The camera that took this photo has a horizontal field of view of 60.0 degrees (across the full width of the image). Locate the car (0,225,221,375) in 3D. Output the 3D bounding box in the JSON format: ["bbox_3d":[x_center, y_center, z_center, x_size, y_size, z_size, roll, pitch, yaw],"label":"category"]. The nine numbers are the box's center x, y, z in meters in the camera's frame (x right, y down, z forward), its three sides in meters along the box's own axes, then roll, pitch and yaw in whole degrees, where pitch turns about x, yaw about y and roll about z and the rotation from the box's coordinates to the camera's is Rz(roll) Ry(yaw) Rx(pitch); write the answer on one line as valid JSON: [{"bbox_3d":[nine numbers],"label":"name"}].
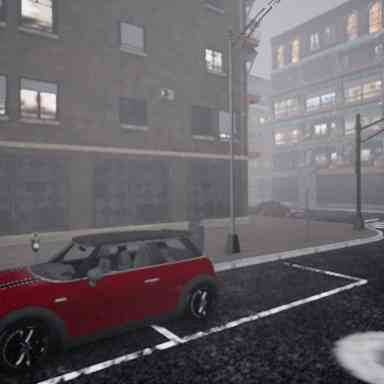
[{"bbox_3d":[-1.551,1.426,5.513,4.097,1.590,1.967,-1,0,-35],"label":"car"}]

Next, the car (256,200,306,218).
[{"bbox_3d":[6.924,1.309,26.294,1.802,1.307,4.206,0,1,-35],"label":"car"}]
